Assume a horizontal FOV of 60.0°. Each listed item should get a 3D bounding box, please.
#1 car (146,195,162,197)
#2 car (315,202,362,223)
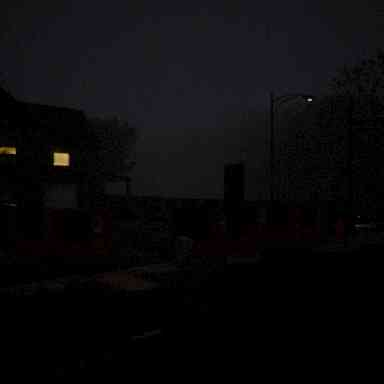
[{"bbox_3d":[-5.040,1.192,46.771,2.097,1.767,4.553,0,0,-35],"label":"car"},{"bbox_3d":[10.372,1.473,25.266,1.812,1.442,4.674,0,0,-36],"label":"car"}]
